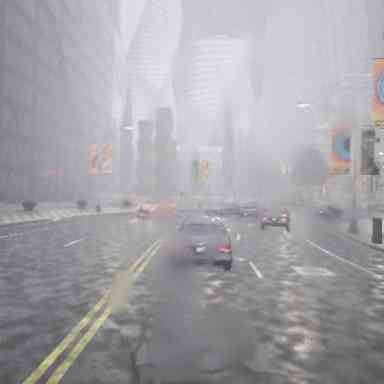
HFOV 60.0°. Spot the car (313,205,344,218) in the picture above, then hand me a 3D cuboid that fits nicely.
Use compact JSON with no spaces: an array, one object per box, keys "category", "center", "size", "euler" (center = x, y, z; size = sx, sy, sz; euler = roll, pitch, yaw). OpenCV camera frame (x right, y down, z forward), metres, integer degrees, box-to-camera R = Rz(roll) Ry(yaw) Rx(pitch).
[{"category":"car","center":[15.043,2.119,36.578],"size":[4.181,1.385,1.994],"euler":[2,0,-44]}]

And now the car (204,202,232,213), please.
[{"category":"car","center":[3.240,1.718,33.620],"size":[2.033,1.411,5.357],"euler":[2,0,33]}]

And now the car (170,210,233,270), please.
[{"category":"car","center":[0.356,1.581,11.283],"size":[2.033,1.411,5.357],"euler":[2,0,2]}]

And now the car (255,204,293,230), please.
[{"category":"car","center":[5.949,1.784,23.190],"size":[2.033,1.411,5.357],"euler":[2,0,19]}]

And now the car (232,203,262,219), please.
[{"category":"car","center":[5.858,1.740,30.822],"size":[2.128,1.511,4.902],"euler":[2,0,30]}]

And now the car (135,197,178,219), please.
[{"category":"car","center":[-3.021,1.313,28.963],"size":[2.097,1.767,4.553],"euler":[2,0,24]}]
